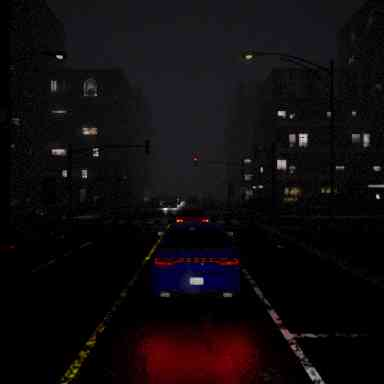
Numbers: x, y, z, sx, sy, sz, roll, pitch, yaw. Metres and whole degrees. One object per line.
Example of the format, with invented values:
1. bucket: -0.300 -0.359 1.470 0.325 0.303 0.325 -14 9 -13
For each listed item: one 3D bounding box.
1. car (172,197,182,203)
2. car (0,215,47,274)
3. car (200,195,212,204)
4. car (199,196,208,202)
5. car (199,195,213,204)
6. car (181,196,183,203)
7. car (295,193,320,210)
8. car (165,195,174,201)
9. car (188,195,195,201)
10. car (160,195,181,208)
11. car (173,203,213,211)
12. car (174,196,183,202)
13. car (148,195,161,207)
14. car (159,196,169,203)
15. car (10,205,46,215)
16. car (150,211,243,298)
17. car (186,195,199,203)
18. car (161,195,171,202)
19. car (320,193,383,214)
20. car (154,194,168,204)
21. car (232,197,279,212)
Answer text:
1. car: -3.084 1.626 68.144 1.895 1.301 4.718 0 0 0
2. car: -5.750 1.582 9.759 1.802 1.307 4.206 0 0 0
3. car: 2.622 1.461 63.159 1.967 1.590 4.097 0 0 0
4. car: 2.610 1.612 74.524 1.802 1.307 4.206 0 0 0
5. car: 2.628 1.458 57.476 1.967 1.590 4.097 0 0 0
6. car: -3.142 1.370 58.636 2.097 1.767 4.553 0 0 0
7. car: 14.519 1.014 38.121 5.009 1.841 2.192 -1 1 -1
8. car: -5.783 1.480 85.878 1.967 1.590 4.097 0 0 0
9. car: -0.097 1.522 90.366 1.882 1.535 5.008 0 0 0
10. car: -3.133 1.560 49.154 2.033 1.411 5.357 0 0 -1
11. car: 0.079 1.526 17.894 1.812 1.442 4.674 0 0 1
12. car: -3.086 1.621 78.483 1.895 1.301 4.718 0 0 0
13. car: -5.746 1.580 51.783 1.947 1.339 4.313 0 0 0
14. car: -5.765 1.550 68.660 1.752 1.417 4.829 0 0 0
15. car: -16.709 1.888 32.043 4.718 1.301 1.895 -1 0 -1
16. car: 0.094 1.477 8.554 1.882 1.535 5.008 0 0 0
17. car: 0.034 1.370 58.986 2.097 1.767 4.553 0 0 0
18. car: -5.771 1.470 74.513 1.967 1.590 4.097 0 0 0
19. car: 14.663 1.029 29.743 5.009 1.841 2.192 -1 1 -1
20. car: -5.759 1.336 63.148 2.192 1.841 5.009 0 0 0
21. car: 6.753 1.354 35.473 4.892 1.490 1.837 -1 0 -1
